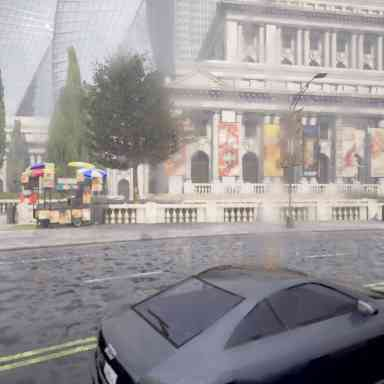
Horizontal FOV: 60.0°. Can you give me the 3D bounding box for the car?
[{"bbox_3d":[1.008,1.564,3.939,4.181,1.385,1.994,0,0,-30],"label":"car"}]
